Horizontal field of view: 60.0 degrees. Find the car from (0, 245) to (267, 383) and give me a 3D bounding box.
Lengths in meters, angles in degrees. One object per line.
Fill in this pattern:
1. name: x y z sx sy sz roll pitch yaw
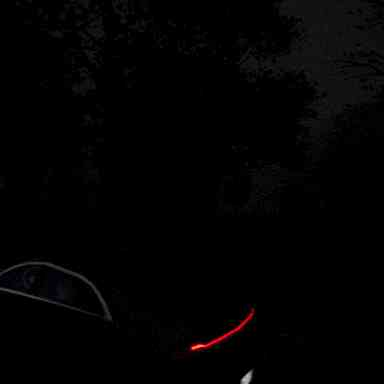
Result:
1. car: -1.479 1.490 4.433 4.902 1.511 2.128 0 0 36
